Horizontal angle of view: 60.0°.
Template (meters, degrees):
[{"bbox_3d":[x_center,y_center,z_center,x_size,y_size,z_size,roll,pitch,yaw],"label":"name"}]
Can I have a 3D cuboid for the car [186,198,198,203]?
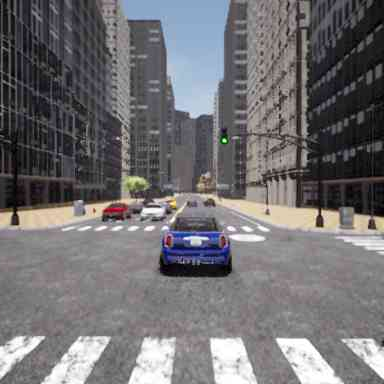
[{"bbox_3d":[0.027,1.862,59.350,2.128,1.511,4.902,0,0,0],"label":"car"}]

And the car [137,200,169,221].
[{"bbox_3d":[-3.328,1.716,29.326,1.812,1.442,4.674,0,0,0],"label":"car"}]

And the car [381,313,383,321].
[{"bbox_3d":[3.601,1.579,2.528,2.033,1.411,5.357,-1,-1,4],"label":"car"}]

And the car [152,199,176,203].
[{"bbox_3d":[-3.309,1.797,39.016,2.033,1.411,5.357,0,0,0],"label":"car"}]

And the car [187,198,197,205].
[{"bbox_3d":[0.032,1.968,69.569,2.033,1.411,5.357,0,0,0],"label":"car"}]

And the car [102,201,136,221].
[{"bbox_3d":[-6.577,1.670,29.572,1.882,1.535,5.008,0,0,0],"label":"car"}]

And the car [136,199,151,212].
[{"bbox_3d":[-6.558,1.800,39.498,2.033,1.411,5.357,0,0,0],"label":"car"}]

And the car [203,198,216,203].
[{"bbox_3d":[3.278,1.879,59.989,1.837,1.490,4.892,0,0,0],"label":"car"}]

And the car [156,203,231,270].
[{"bbox_3d":[0.118,1.463,11.678,2.097,1.767,4.553,0,1,0],"label":"car"}]

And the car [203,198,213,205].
[{"bbox_3d":[3.283,2.026,70.011,1.895,1.301,4.718,0,0,0],"label":"car"}]
